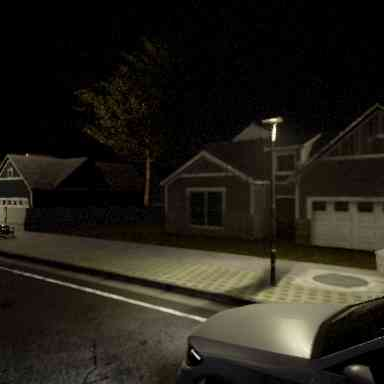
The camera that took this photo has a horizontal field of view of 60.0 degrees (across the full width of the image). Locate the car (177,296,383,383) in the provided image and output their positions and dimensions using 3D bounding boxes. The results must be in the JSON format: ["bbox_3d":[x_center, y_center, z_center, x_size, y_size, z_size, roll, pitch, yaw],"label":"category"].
[{"bbox_3d":[2.044,1.525,2.534,4.674,1.442,1.812,0,0,35],"label":"car"}]
